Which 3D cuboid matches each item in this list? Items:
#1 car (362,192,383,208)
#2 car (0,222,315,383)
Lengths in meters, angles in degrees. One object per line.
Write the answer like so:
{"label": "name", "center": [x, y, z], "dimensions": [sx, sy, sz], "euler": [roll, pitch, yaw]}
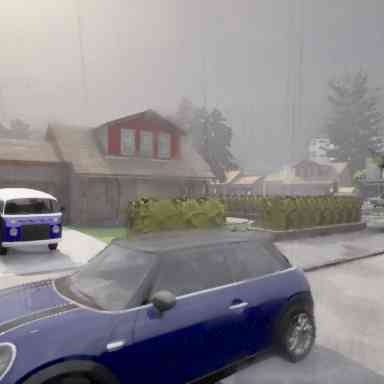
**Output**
{"label": "car", "center": [22.993, 0.985, 40.726], "dimensions": [3.866, 1.878, 1.905], "euler": [0, 0, -1]}
{"label": "car", "center": [-0.493, 1.352, 4.252], "dimensions": [4.553, 1.767, 2.097], "euler": [0, 0, -36]}
